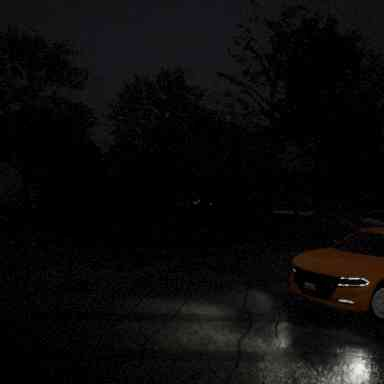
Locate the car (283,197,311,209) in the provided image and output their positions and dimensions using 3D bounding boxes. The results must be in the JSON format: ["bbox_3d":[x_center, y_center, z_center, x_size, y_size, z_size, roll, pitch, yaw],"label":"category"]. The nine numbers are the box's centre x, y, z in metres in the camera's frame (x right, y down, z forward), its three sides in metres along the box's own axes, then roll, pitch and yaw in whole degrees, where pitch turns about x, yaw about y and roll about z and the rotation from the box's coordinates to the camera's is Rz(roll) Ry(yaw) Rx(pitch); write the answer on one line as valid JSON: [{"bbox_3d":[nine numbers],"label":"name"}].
[{"bbox_3d":[13.344,1.394,44.165,2.097,1.767,4.553,-3,2,-36],"label":"car"}]

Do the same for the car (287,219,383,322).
[{"bbox_3d":[4.463,1.547,7.443,5.008,1.535,1.882,1,0,-27],"label":"car"}]

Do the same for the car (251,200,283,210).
[{"bbox_3d":[9.246,1.761,44.183,1.895,1.301,4.718,-3,2,-35],"label":"car"}]

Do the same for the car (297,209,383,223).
[{"bbox_3d":[6.352,1.669,14.360,2.002,1.452,4.674,0,-1,-36],"label":"car"}]
